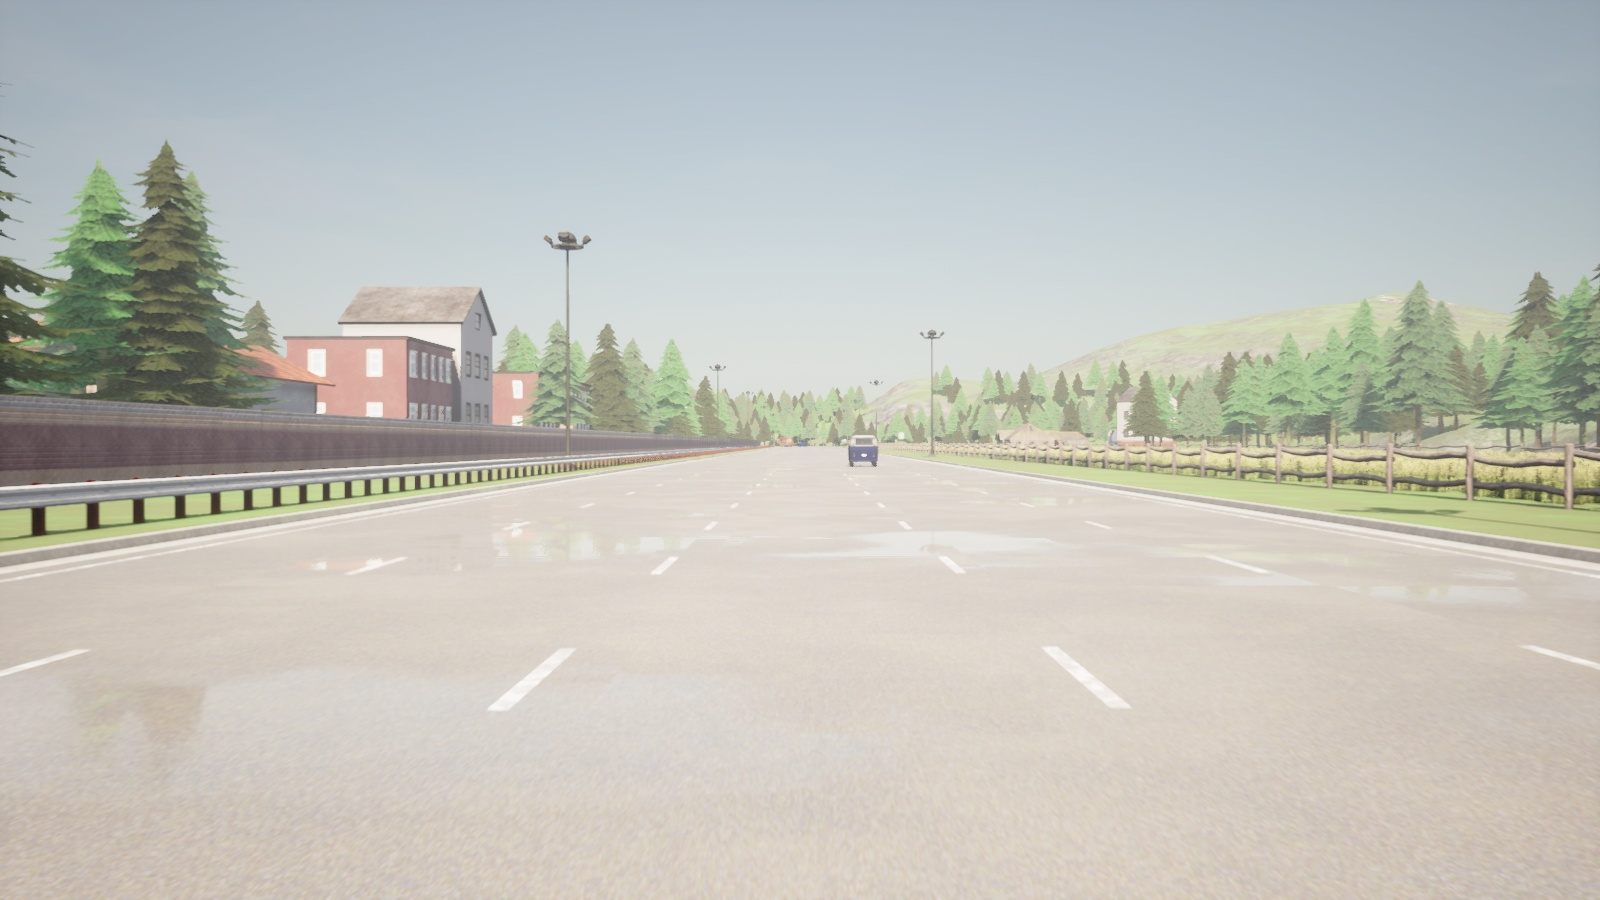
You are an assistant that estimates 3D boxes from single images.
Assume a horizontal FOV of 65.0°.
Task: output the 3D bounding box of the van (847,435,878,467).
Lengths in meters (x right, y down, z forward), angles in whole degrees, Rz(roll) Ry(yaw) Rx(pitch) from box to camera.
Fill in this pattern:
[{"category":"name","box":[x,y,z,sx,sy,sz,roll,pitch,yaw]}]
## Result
[{"category":"van","box":[3.978,0.050,80.211,1.775,1.987,4.442,0,0,0]}]
